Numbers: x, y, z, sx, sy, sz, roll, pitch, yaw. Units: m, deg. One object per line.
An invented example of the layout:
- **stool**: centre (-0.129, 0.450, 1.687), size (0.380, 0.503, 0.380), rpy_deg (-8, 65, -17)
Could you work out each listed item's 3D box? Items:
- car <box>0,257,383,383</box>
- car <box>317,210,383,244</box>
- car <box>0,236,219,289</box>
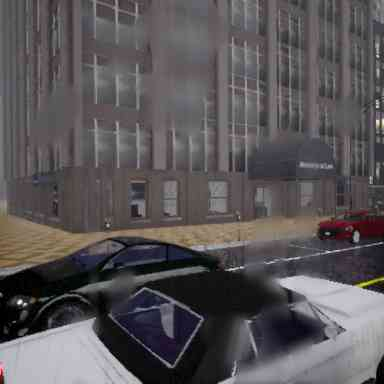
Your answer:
- **car**: centre (0.603, 1.600, 3.664), size (4.718, 1.301, 1.895), rpy_deg (0, 0, -35)
- **car**: centre (7.701, 1.541, 15.616), size (4.507, 1.381, 1.887), rpy_deg (0, -1, -35)
- **car**: centre (-1.314, 1.563, 6.235), size (4.181, 1.385, 1.994), rpy_deg (0, 0, -35)
